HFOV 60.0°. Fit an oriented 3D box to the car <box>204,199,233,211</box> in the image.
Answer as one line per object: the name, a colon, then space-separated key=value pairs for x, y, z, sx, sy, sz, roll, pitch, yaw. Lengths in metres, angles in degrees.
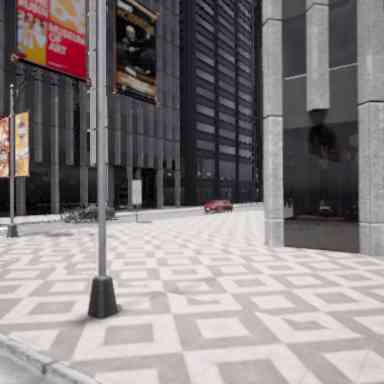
car: x=3.556 y=1.718 z=43.780 sx=1.994 sy=1.385 sz=4.181 roll=-1 pitch=0 yaw=36

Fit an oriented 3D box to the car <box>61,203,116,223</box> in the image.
car: x=-8.363 y=1.675 z=27.177 sx=1.812 sy=1.442 sz=4.674 roll=-1 pitch=0 yaw=36

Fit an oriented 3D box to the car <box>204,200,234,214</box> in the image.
car: x=3.073 y=1.654 z=37.643 sx=1.812 sy=1.442 sz=4.674 roll=-1 pitch=0 yaw=36
